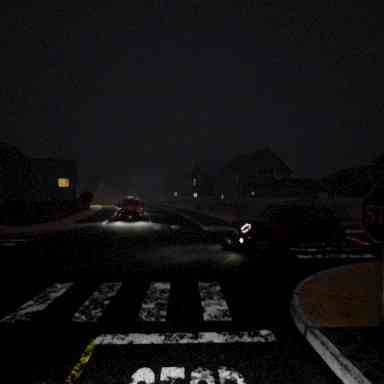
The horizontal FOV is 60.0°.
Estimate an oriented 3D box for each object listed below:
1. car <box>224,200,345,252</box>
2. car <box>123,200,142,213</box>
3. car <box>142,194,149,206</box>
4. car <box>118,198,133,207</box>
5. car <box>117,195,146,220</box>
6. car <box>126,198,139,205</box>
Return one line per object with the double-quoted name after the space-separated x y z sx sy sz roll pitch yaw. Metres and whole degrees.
3.603 1.255 13.277 4.553 1.767 2.097 -1 1 -13 "car"
-7.166 1.673 39.679 2.033 1.411 5.357 0 0 -12 "car"
-8.986 1.455 58.432 2.150 2.045 5.566 0 0 -18 "car"
-11.290 1.731 56.200 2.128 1.511 4.902 0 -1 -16 "car"
-5.194 1.415 28.380 2.097 1.767 4.553 0 0 -8 "car"
-12.301 1.880 68.388 1.994 1.385 4.181 0 0 -20 "car"
